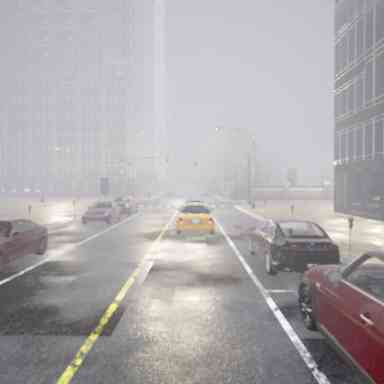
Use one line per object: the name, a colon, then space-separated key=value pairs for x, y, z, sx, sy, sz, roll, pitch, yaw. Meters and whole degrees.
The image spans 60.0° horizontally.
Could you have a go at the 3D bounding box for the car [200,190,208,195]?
car: x=3.070 y=0.098 z=86.875 sx=1.887 sy=1.381 sz=4.507 roll=0 pitch=1 yaw=0

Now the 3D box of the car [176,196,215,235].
car: x=0.175 y=1.195 z=16.987 sx=1.801 sy=1.575 sz=5.366 roll=0 pitch=1 yaw=0

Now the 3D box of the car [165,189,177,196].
car: x=-5.481 y=0.216 z=81.297 sx=1.947 sy=1.339 sz=4.313 roll=0 pitch=1 yaw=0

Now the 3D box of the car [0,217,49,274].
car: x=-5.647 y=1.433 z=9.704 sx=1.802 sy=1.307 sz=4.206 roll=0 pitch=1 yaw=0

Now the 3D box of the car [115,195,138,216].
car: x=-5.572 y=1.017 z=26.780 sx=1.967 sy=1.590 sz=4.097 roll=0 pitch=1 yaw=0

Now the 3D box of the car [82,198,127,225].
car: x=-5.597 y=1.252 z=21.091 sx=1.802 sy=1.307 sz=4.206 roll=0 pitch=1 yaw=0

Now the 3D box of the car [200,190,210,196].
car: x=3.082 y=0.311 z=75.762 sx=1.947 sy=1.339 sz=4.313 roll=0 pitch=1 yaw=0

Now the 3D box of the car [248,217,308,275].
car: x=2.733 y=1.403 z=9.666 sx=2.008 sy=1.369 sz=4.403 roll=0 pitch=1 yaw=0

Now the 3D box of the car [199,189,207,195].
car: x=3.094 y=0.006 z=92.435 sx=2.008 sy=1.369 sz=4.403 roll=0 pitch=1 yaw=0

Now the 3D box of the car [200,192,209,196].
car: x=0.255 y=1.045 z=31.522 sx=2.033 sy=1.411 sz=5.357 roll=0 pitch=1 yaw=1

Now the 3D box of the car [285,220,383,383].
car: x=2.709 y=1.379 z=3.971 sx=1.967 sy=1.590 sz=4.097 roll=0 pitch=1 yaw=0
